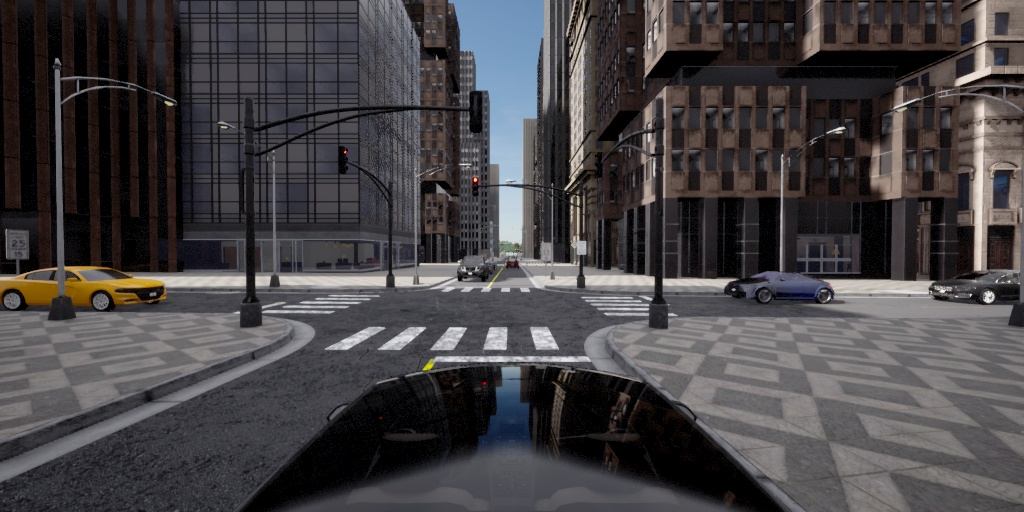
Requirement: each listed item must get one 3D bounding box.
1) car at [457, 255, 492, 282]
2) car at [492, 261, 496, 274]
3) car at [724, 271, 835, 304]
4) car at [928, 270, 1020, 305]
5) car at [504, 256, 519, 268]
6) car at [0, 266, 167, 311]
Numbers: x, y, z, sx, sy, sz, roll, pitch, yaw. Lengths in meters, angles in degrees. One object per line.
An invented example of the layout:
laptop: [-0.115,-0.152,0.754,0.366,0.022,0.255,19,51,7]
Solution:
car: [-3.108,0.957,29.526,2.150,2.045,5.566,0,0,0]
car: [-3.103,1.290,39.552,1.994,1.385,4.181,0,0,0]
car: [12.230,1.389,16.558,4.181,1.385,1.994,0,1,0]
car: [22.312,1.405,16.578,4.892,1.490,1.837,0,1,0]
car: [0.085,1.183,57.733,1.882,1.535,5.008,0,0,0]
car: [-15.801,1.130,13.297,5.008,1.535,1.882,0,1,0]
